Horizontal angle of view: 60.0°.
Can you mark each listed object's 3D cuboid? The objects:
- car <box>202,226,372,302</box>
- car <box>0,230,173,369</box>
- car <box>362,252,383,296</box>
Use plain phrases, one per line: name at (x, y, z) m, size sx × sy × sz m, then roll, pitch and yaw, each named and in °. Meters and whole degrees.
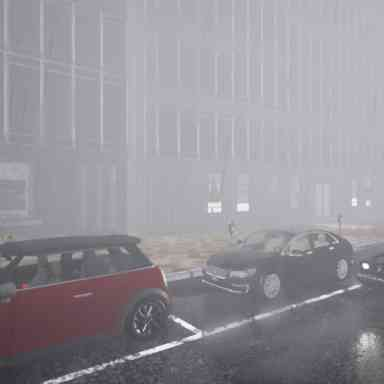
car at (2.239, 1.550, 8.167) m, size 4.403 × 1.369 × 2.008 m, roll 0°, pitch 0°, yaw -36°
car at (-2.391, 1.440, 4.856) m, size 4.097 × 1.590 × 1.967 m, roll 0°, pitch 0°, yaw -36°
car at (5.710, 1.599, 7.464) m, size 4.718 × 1.301 × 1.895 m, roll 0°, pitch 0°, yaw -36°
